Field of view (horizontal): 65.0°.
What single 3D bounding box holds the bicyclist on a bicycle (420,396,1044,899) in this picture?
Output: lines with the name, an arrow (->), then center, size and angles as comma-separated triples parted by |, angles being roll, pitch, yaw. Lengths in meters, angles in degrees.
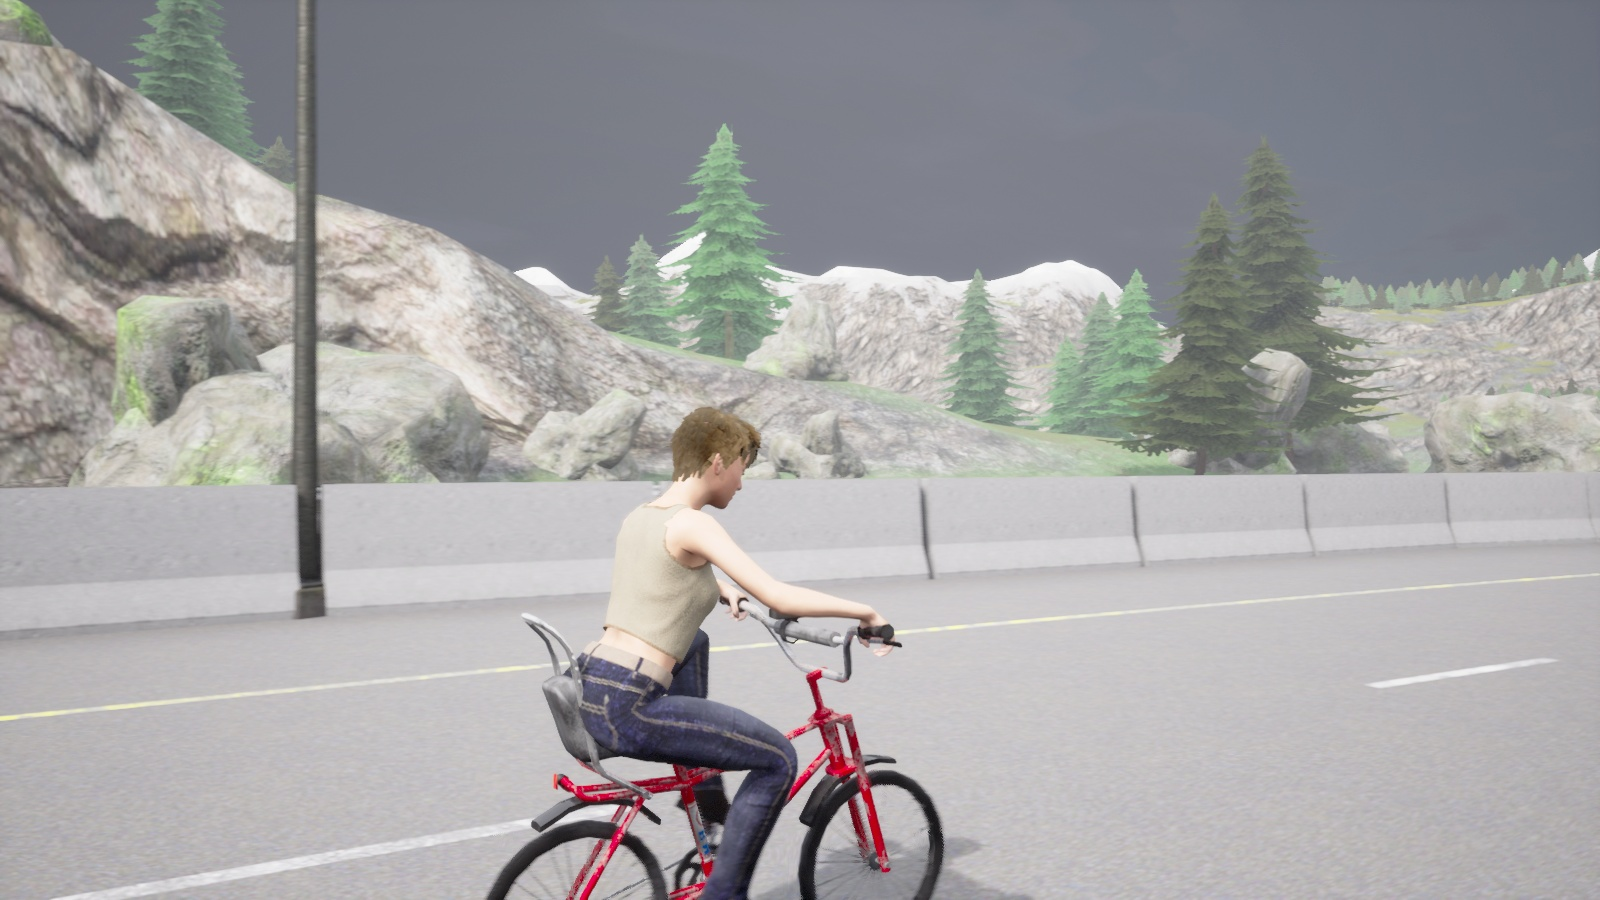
bicyclist on a bicycle -> -0.176, 0.689, 3.505 | 1.509, 1.612, 0.866 | 0, 0, -34
